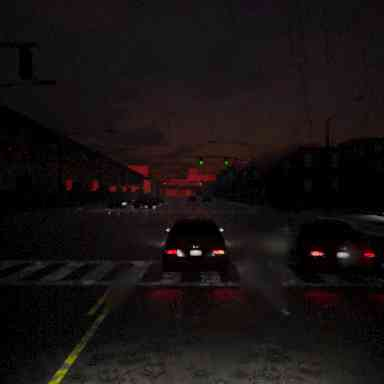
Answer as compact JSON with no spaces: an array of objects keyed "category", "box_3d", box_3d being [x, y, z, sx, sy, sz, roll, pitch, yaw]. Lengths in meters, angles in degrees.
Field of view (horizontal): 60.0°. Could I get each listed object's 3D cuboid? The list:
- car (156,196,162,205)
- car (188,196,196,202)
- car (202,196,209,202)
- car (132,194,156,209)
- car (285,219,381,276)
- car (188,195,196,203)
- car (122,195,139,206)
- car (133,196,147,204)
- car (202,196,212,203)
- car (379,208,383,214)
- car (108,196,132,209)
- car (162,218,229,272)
[{"category":"car","box_3d":[-7.015,1.668,59.000,2.033,1.411,5.357,0,0,0]},{"category":"car","box_3d":[-0.005,1.675,85.998,1.837,1.490,4.892,0,0,0]},{"category":"car","box_3d":[3.495,1.699,85.990,1.812,1.442,4.674,0,0,0]},{"category":"car","box_3d":[-7.091,1.321,48.759,2.150,2.045,5.566,0,0,0]},{"category":"car","box_3d":[4.085,1.569,10.485,2.033,1.411,5.357,0,0,10]},{"category":"car","box_3d":[-0.004,1.693,75.447,2.033,1.411,5.357,0,0,0]},{"category":"car","box_3d":[-10.530,1.469,57.279,2.097,1.767,4.553,0,0,0]},{"category":"car","box_3d":[-10.504,1.634,67.303,2.128,1.511,4.902,0,0,0]},{"category":"car","box_3d":[3.496,1.707,76.049,1.994,1.385,4.181,0,0,0]},{"category":"car","box_3d":[20.534,1.610,31.097,5.357,1.411,2.033,0,0,0]},{"category":"car","box_3d":[-10.588,1.645,47.884,2.033,1.411,5.357,0,0,0]},{"category":"car","box_3d":[0.094,1.570,10.823,2.033,1.411,5.357,0,0,0]}]
